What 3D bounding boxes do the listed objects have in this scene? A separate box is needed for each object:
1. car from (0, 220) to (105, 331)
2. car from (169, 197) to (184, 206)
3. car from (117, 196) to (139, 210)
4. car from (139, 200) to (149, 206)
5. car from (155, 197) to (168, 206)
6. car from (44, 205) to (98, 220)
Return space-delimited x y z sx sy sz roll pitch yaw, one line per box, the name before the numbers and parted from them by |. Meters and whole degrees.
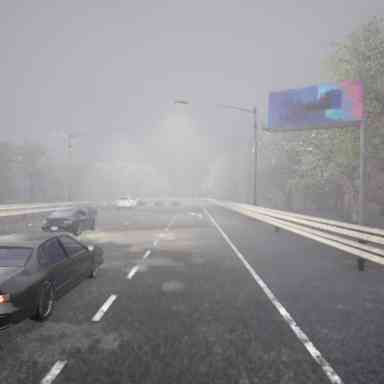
car | -3.476 1.606 7.291 2.033 1.411 5.357 0 -1 0
car | -3.208 2.291 69.422 1.895 1.301 4.718 0 -1 0
car | -10.282 1.698 52.515 2.150 2.045 5.566 0 -1 0
car | -10.208 2.271 69.576 1.895 1.301 4.718 0 -1 0
car | -6.710 2.228 69.459 2.033 1.411 5.357 0 -1 0
car | -6.931 1.684 19.094 1.812 1.442 4.674 0 -1 0
